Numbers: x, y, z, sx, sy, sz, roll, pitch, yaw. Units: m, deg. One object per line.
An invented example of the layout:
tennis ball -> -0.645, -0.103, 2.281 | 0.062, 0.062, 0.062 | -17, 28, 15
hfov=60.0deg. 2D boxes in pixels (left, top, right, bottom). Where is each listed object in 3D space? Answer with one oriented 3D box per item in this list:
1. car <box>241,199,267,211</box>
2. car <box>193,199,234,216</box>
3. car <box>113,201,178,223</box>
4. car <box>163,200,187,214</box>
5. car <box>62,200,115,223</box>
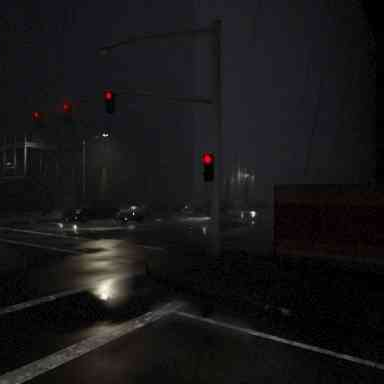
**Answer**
car -> 7.968, 1.581, 42.033 | 1.812, 1.442, 4.674 | 0, 0, 36
car -> 1.995, 1.533, 33.717 | 1.882, 1.535, 5.008 | 0, 0, 35
car -> -3.525, 1.656, 26.016 | 1.895, 1.301, 4.718 | 0, 0, 36
car -> -2.469, 1.560, 33.498 | 1.837, 1.490, 4.892 | 0, 0, 36
car -> -7.789, 1.407, 26.068 | 2.097, 1.767, 4.553 | 0, 0, 36
